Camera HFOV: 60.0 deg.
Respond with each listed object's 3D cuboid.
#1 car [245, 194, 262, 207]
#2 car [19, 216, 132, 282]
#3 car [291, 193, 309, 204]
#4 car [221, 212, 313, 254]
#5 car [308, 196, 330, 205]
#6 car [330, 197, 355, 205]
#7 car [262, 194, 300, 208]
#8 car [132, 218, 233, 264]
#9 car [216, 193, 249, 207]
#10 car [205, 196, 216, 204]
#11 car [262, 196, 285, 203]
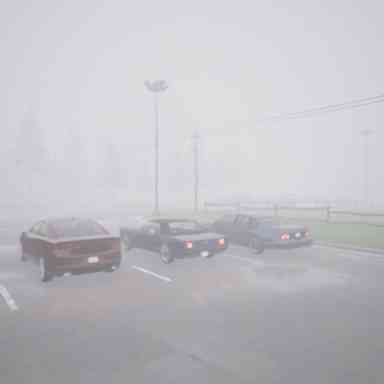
[{"bbox_3d":[11.020,1.505,51.254,4.892,1.490,1.837,0,0,-36],"label":"car"},{"bbox_3d":[-3.831,1.470,9.979,1.882,1.535,5.008,0,0,-36],"label":"car"},{"bbox_3d":[21.078,1.490,62.823,5.008,1.535,1.882,0,0,-36],"label":"car"},{"bbox_3d":[2.189,1.547,13.612,2.033,1.411,5.357,0,0,-37],"label":"car"},{"bbox_3d":[23.863,1.542,60.541,4.674,1.442,1.812,0,0,-36],"label":"car"},{"bbox_3d":[26.650,1.585,58.248,4.181,1.385,1.994,0,0,-36],"label":"car"},{"bbox_3d":[12.921,1.482,48.311,5.008,1.535,1.882,0,0,-36],"label":"car"},{"bbox_3d":[-0.918,1.596,11.930,1.895,1.301,4.718,0,0,-36],"label":"car"},{"bbox_3d":[7.053,1.216,52.695,5.566,2.045,2.150,0,0,-36],"label":"car"},{"bbox_3d":[5.168,1.469,55.648,5.008,1.535,1.882,0,0,-36],"label":"car"},{"bbox_3d":[16.726,1.504,68.279,4.892,1.490,1.837,0,0,-36],"label":"car"}]
